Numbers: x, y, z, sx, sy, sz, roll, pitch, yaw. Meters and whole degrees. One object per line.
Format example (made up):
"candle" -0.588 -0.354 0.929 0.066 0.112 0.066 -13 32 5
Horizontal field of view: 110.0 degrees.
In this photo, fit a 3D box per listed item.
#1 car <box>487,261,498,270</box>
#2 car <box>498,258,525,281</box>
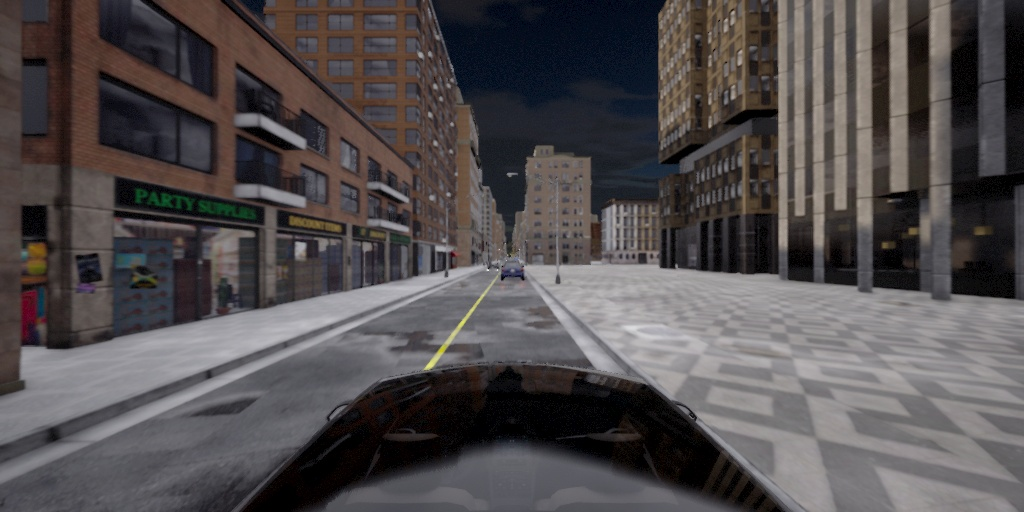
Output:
"car" -3.102 1.525 59.600 1.812 1.442 4.674 0 0 0
"car" 0.068 1.232 32.443 2.097 1.767 4.553 0 0 0
